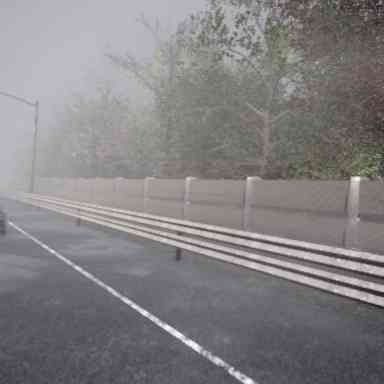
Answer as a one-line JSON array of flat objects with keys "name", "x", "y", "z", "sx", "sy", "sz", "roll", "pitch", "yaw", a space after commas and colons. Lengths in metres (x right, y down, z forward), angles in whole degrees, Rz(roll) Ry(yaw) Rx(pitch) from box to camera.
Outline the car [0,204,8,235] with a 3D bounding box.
[{"name": "car", "x": -9.460, "y": 0.983, "z": 14.742, "sx": 1.837, "sy": 1.490, "sz": 4.892, "roll": 4, "pitch": 0, "yaw": -37}]
